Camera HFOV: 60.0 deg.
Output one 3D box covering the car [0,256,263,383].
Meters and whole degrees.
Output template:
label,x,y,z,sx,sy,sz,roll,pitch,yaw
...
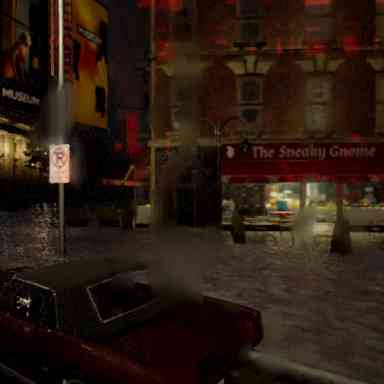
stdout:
label,x,y,z,sx,sy,sz,roll,pitch,yaw
car,-1.614,1.570,4.433,4.718,1.301,1.895,0,0,34
